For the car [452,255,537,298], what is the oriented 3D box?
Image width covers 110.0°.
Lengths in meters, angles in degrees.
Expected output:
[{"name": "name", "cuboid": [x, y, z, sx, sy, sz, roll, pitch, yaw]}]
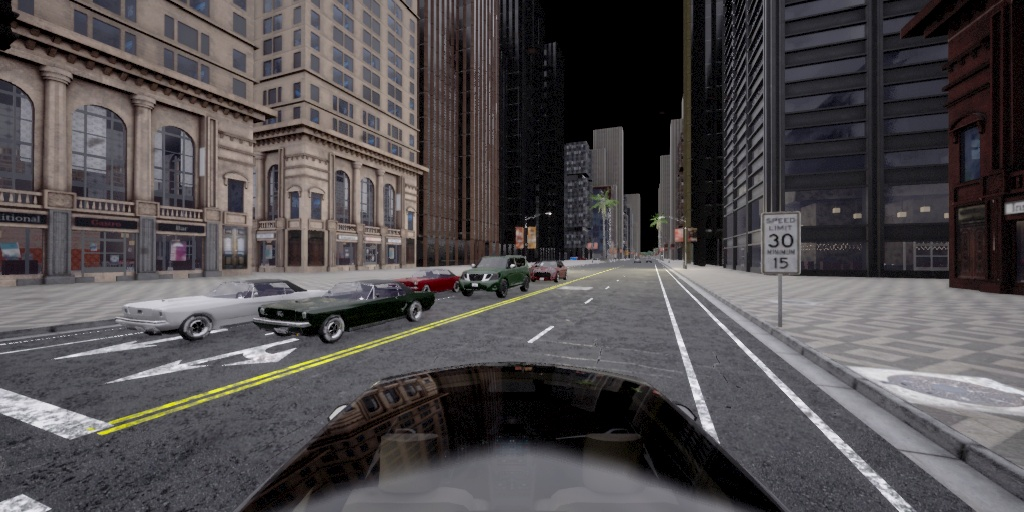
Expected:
[{"name": "car", "cuboid": [-0.705, 0.977, 19.072, 2.150, 2.045, 5.566, 0, 0, 21]}]

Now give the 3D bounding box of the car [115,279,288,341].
[{"name": "car", "cuboid": [-7.673, 1.352, 10.212, 1.895, 1.301, 4.718, 0, 0, 21]}]

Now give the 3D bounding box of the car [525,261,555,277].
[{"name": "car", "cuboid": [3.056, 1.297, 37.501, 1.812, 1.442, 4.674, 0, 0, 22]}]

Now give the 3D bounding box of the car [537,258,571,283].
[{"name": "car", "cuboid": [3.001, 1.116, 28.581, 2.097, 1.767, 4.553, 0, 0, 21]}]

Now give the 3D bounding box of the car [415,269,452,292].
[{"name": "car", "cuboid": [-4.332, 1.356, 18.744, 1.895, 1.301, 4.718, 0, 0, 21]}]

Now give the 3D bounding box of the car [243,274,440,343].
[{"name": "car", "cuboid": [-4.271, 1.352, 9.985, 1.895, 1.301, 4.718, 0, 0, 24]}]
